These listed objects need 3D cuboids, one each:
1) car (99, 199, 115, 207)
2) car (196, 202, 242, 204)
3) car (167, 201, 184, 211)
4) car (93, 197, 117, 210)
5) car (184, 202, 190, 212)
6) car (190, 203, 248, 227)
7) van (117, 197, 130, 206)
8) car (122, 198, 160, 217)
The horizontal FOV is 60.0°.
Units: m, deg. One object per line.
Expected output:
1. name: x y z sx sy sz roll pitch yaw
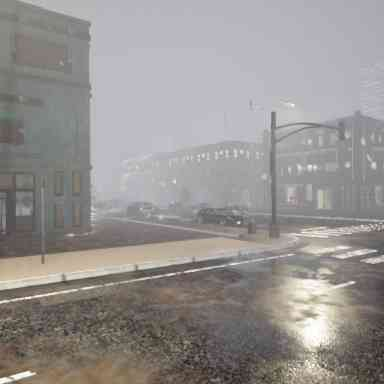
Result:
1. car: -17.635 2.226 68.864 1.887 1.381 4.507 -1 0 -35
2. car: 2.219 1.863 29.841 1.895 1.301 4.718 -1 0 -35
3. car: -1.937 1.964 46.071 1.802 1.307 4.206 -1 0 -35
4. car: -14.694 2.091 54.573 2.128 1.511 4.902 -1 0 -34
5. car: 1.202 1.902 41.512 1.802 1.307 4.206 -2 0 -35
6. car: 2.071 1.813 25.260 1.947 1.339 4.313 -1 0 -35
7. van: -11.361 1.905 59.747 1.690 1.788 3.998 -1 0 -35
8. car: -5.702 1.845 36.757 1.967 1.590 4.097 -1 0 -35
